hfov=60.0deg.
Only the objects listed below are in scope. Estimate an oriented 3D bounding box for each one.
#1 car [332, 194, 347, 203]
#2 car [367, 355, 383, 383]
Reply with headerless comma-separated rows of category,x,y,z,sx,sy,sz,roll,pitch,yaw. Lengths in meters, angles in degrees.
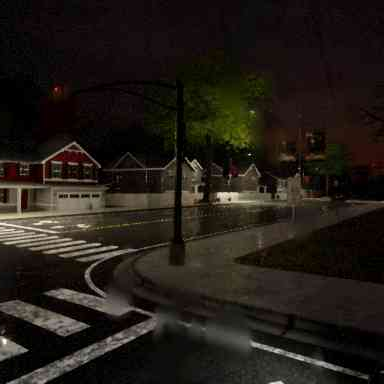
car,27.581,1.201,62.195,2.128,1.511,4.902,1,0,36
car,3.346,1.506,1.295,4.892,1.490,1.837,0,0,35
